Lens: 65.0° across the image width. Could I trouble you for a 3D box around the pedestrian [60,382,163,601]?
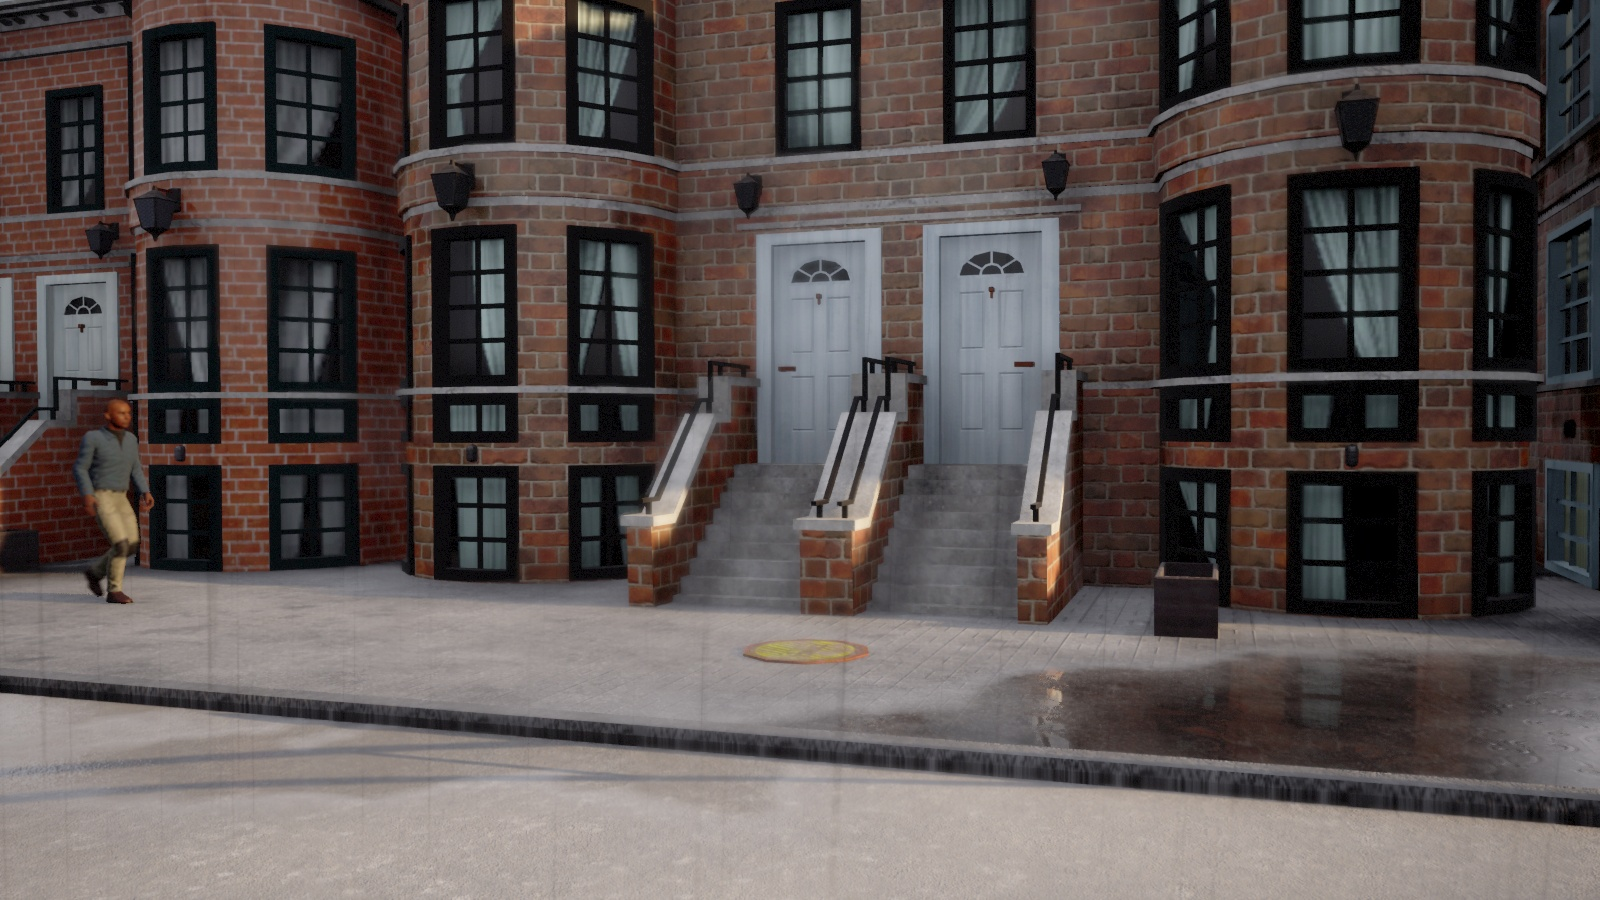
[{"bbox_3d":[-5.923,0.341,10.811,0.726,1.835,0.370,1,1,18],"label":"pedestrian"}]
